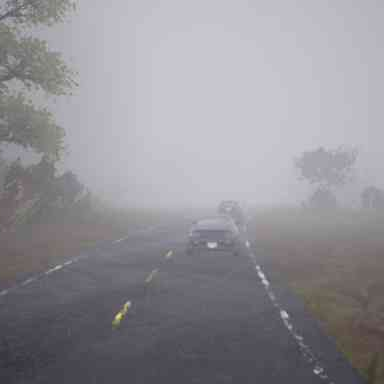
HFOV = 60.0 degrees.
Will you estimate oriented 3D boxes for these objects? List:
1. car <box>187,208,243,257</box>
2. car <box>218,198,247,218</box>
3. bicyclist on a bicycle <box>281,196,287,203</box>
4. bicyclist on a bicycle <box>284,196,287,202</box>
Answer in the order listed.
[{"bbox_3d":[0.903,1.572,13.067,1.812,1.442,4.674,0,-1,6],"label":"car"},{"bbox_3d":[3.350,1.459,28.478,2.097,1.767,4.553,0,0,12],"label":"car"},{"bbox_3d":[22.295,1.800,82.126,0.866,1.612,1.509,0,0,20],"label":"bicyclist on a bicycle"},{"bbox_3d":[25.428,1.857,90.565,0.582,1.620,1.656,0,-1,20],"label":"bicyclist on a bicycle"}]
